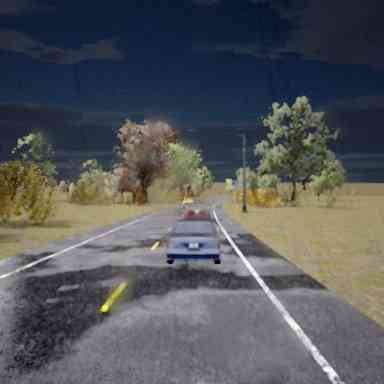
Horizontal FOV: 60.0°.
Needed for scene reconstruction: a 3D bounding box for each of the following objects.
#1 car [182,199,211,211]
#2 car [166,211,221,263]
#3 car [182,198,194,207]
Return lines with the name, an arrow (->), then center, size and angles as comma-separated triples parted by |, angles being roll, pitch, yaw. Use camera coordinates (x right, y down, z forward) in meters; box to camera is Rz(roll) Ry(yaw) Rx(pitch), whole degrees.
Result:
car -> 0.500, 1.616, 28.326 | 2.097, 1.767, 4.553 | 0, -1, 2
car -> 0.094, 1.666, 12.462 | 2.033, 1.411, 5.357 | 0, -1, 1
car -> -0.821, 2.079, 66.580 | 1.882, 1.535, 5.008 | 0, 0, 5
